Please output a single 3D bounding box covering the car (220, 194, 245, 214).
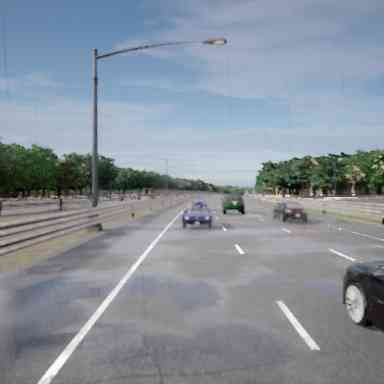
[{"bbox_3d":[4.182,1.182,34.392,2.150,2.045,5.566,0,0,2],"label":"car"}]

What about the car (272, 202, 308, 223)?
[{"bbox_3d":[7.439,1.498,25.500,1.812,1.442,4.674,0,0,2],"label":"car"}]

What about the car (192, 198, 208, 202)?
[{"bbox_3d":[0.915,1.477,40.734,1.812,1.442,4.674,0,0,2],"label":"car"}]

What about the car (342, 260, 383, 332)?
[{"bbox_3d":[3.627,1.485,4.128,2.128,1.511,4.902,0,0,0],"label":"car"}]

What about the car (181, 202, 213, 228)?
[{"bbox_3d":[0.346,1.571,21.855,1.895,1.301,4.718,0,0,1],"label":"car"}]
